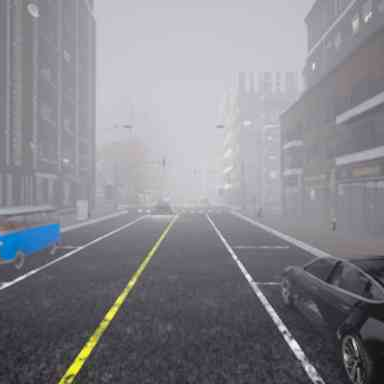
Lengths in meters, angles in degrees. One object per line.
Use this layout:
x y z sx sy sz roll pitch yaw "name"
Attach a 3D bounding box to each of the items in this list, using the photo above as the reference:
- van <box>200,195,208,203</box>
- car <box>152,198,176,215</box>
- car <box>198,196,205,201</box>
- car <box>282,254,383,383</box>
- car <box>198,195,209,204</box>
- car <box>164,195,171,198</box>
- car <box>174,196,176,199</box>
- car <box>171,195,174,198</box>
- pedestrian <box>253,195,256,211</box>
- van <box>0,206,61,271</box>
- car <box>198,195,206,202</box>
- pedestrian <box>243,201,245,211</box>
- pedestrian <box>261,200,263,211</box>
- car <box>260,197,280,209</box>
2.688 1.582 77.007 1.690 1.788 3.998 0 0 0 "van"
-3.024 1.656 35.393 1.994 1.385 4.181 0 0 0 "car"
2.685 1.866 93.897 2.008 1.369 4.403 0 0 0 "car"
2.694 1.577 5.036 1.947 1.339 4.313 0 0 0 "car"
2.688 1.763 71.376 1.887 1.381 4.507 0 0 0 "car"
-5.692 1.762 65.745 1.947 1.339 4.313 0 0 0 "car"
-5.693 1.580 82.637 2.192 1.841 5.009 0 0 0 "car"
-5.693 1.766 76.836 1.752 1.417 4.829 0 0 0 "car"
7.132 1.257 38.219 0.375 1.860 0.375 0 0 0 "pedestrian"
-5.686 1.365 10.696 1.690 1.788 3.998 0 0 0 "van"
2.687 1.730 88.267 1.967 1.590 4.097 0 0 0 "car"
6.132 1.243 39.419 0.375 1.860 0.375 0 0 0 "pedestrian"
8.133 1.571 38.817 0.375 1.300 0.375 0 0 0 "pedestrian"
13.462 1.749 53.424 5.009 1.841 2.192 1 -1 -1 "car"
